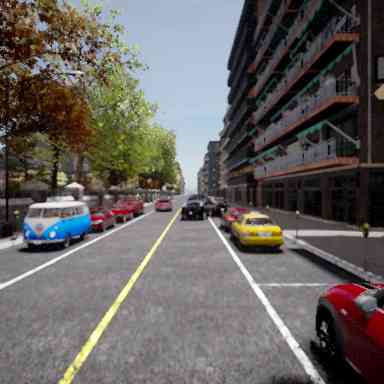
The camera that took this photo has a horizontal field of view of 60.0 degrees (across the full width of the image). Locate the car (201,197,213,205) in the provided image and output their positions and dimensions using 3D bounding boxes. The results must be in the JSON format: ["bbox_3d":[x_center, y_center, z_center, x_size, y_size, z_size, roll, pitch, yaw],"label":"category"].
[{"bbox_3d":[2.647,1.565,59.411,1.887,1.381,4.507,0,0,0],"label":"car"}]

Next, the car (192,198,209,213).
[{"bbox_3d":[0.873,1.509,38.019,1.837,1.490,4.892,0,0,0],"label":"car"}]

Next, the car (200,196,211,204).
[{"bbox_3d":[2.642,1.572,65.042,1.887,1.381,4.507,0,0,0],"label":"car"}]

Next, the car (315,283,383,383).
[{"bbox_3d":[2.688,1.439,3.108,1.967,1.590,4.097,0,0,0],"label":"car"}]

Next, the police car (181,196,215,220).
[{"bbox_3d":[0.424,1.426,28.317,1.930,1.638,5.238,0,0,12],"label":"police car"}]

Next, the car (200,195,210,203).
[{"bbox_3d":[2.638,1.474,70.671,1.967,1.590,4.097,0,0,0],"label":"car"}]

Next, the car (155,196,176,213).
[{"bbox_3d":[-3.122,1.529,37.913,1.812,1.442,4.674,0,0,0],"label":"car"}]

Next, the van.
[{"bbox_3d":[-5.700,1.339,14.361,1.690,1.788,3.998,0,0,0],"label":"van"}]

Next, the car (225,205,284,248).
[{"bbox_3d":[2.680,1.523,14.538,1.752,1.417,4.829,0,0,0],"label":"car"}]

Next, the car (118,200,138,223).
[{"bbox_3d":[-5.709,1.544,25.623,1.887,1.381,4.507,0,0,0],"label":"car"}]

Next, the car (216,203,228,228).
[{"bbox_3d":[2.675,1.580,19.999,1.802,1.307,4.206,0,0,0],"label":"car"}]

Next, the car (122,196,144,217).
[{"bbox_3d":[-5.713,1.316,31.255,2.192,1.841,5.009,0,0,0],"label":"car"}]

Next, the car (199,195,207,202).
[{"bbox_3d":[2.630,1.489,81.933,1.967,1.590,4.097,0,0,0],"label":"car"}]

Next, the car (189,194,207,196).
[{"bbox_3d":[0.868,1.232,44.050,2.150,2.045,5.566,0,0,0],"label":"car"}]

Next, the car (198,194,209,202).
[{"bbox_3d":[2.634,1.356,76.302,2.192,1.841,5.009,0,0,0],"label":"car"}]

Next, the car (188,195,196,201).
[{"bbox_3d":[-0.059,1.388,82.937,1.812,1.442,4.674,0,0,0],"label":"car"}]

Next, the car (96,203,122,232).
[{"bbox_3d":[-5.705,1.580,19.992,1.802,1.307,4.206,0,0,0],"label":"car"}]

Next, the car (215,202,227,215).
[{"bbox_3d":[2.667,1.567,31.261,1.947,1.339,4.313,0,0,0],"label":"car"}]

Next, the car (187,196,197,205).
[{"bbox_3d":[-0.044,1.502,62.590,1.882,1.535,5.008,0,0,0],"label":"car"}]
